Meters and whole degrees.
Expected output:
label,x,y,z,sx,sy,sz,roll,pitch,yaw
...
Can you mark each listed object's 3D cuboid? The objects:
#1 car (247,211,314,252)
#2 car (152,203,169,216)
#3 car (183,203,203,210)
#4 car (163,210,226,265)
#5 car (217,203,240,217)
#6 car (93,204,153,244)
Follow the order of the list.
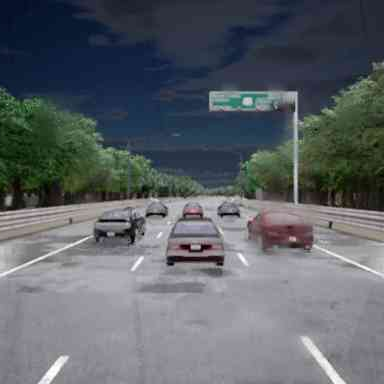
label,x,y,z,sx,sy,sz,roll,pitch,yaw
car,3.598,1.547,14.367,1.882,1.535,5.008,0,0,0
car,-3.407,1.744,33.052,1.994,1.385,4.181,0,0,0
car,0.095,1.744,33.135,1.994,1.385,4.181,0,0,0
car,0.099,1.605,11.820,2.033,1.411,5.357,0,0,0
car,3.594,1.745,33.211,1.994,1.385,4.181,0,0,0
car,-3.402,1.571,16.378,2.128,1.511,4.902,0,0,0
